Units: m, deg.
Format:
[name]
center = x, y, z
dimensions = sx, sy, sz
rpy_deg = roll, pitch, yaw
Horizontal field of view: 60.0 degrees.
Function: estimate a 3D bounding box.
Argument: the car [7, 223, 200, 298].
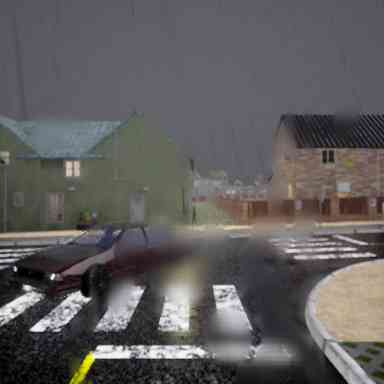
[car]
center = -1.868, 1.560, 8.947
dimensions = 2.033, 1.411, 5.357
rpy_deg = -1, -1, 34
